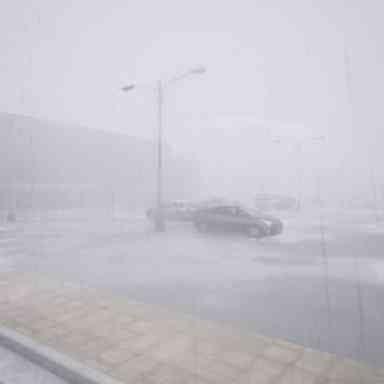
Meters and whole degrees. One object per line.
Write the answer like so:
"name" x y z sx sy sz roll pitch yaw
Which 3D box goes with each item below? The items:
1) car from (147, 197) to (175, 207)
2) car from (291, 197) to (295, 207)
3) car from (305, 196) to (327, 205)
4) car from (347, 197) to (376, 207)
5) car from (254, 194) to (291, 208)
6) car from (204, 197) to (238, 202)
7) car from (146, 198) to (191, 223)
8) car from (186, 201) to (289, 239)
"car" -4.667 1.555 50.728 1.994 1.385 4.181 0 0 35
"car" 10.689 1.200 42.447 4.605 1.855 1.932 0 0 35
"car" 21.484 1.476 57.574 3.633 1.501 1.845 0 0 35
"car" 25.842 1.528 50.869 3.806 1.475 1.970 0 0 35
"car" 9.356 1.182 39.832 3.866 1.878 1.905 0 0 35
"car" 2.000 1.260 29.364 5.027 1.636 2.152 0 0 35
"car" -1.425 1.340 23.927 3.806 1.475 1.970 0 0 35
"car" 2.236 1.446 16.878 4.514 1.523 2.007 0 0 35
